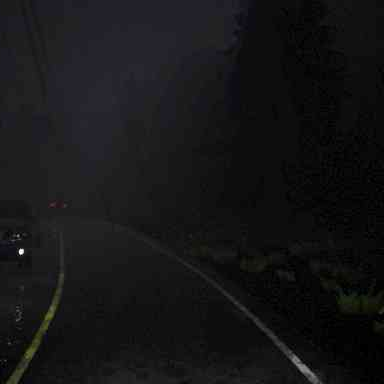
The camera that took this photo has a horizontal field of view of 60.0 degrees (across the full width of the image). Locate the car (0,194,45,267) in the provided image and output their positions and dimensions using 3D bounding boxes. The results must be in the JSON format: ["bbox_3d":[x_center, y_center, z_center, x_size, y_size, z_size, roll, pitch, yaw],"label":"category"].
[{"bbox_3d":[-6.432,1.216,11.235,2.150,2.045,5.566,-1,0,-20],"label":"car"}]

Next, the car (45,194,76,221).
[{"bbox_3d":[-11.577,1.172,27.371,2.150,2.045,5.566,0,0,-43],"label":"car"}]
